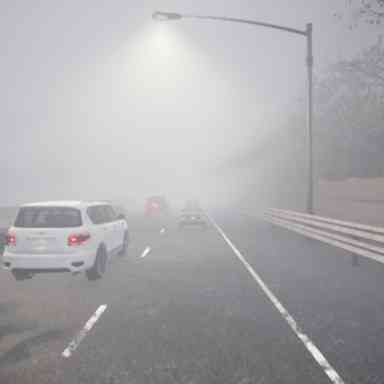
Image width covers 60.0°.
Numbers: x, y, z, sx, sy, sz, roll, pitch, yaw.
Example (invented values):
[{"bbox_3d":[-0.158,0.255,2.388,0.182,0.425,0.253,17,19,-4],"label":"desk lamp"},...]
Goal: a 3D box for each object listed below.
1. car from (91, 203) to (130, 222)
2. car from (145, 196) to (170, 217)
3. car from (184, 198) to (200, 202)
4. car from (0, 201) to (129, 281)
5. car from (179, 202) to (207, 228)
[{"bbox_3d":[-6.961,1.708,29.010,2.033,1.411,5.357,0,0,0],"label":"car"},{"bbox_3d":[-3.472,1.411,34.076,2.150,2.045,5.566,0,0,0],"label":"car"},{"bbox_3d":[0.015,1.590,42.207,2.097,1.767,4.553,0,0,0],"label":"car"},{"bbox_3d":[-3.424,1.274,10.206,2.150,2.045,5.566,0,0,0],"label":"car"},{"bbox_3d":[0.055,1.665,22.871,2.033,1.411,5.357,0,0,0],"label":"car"}]
